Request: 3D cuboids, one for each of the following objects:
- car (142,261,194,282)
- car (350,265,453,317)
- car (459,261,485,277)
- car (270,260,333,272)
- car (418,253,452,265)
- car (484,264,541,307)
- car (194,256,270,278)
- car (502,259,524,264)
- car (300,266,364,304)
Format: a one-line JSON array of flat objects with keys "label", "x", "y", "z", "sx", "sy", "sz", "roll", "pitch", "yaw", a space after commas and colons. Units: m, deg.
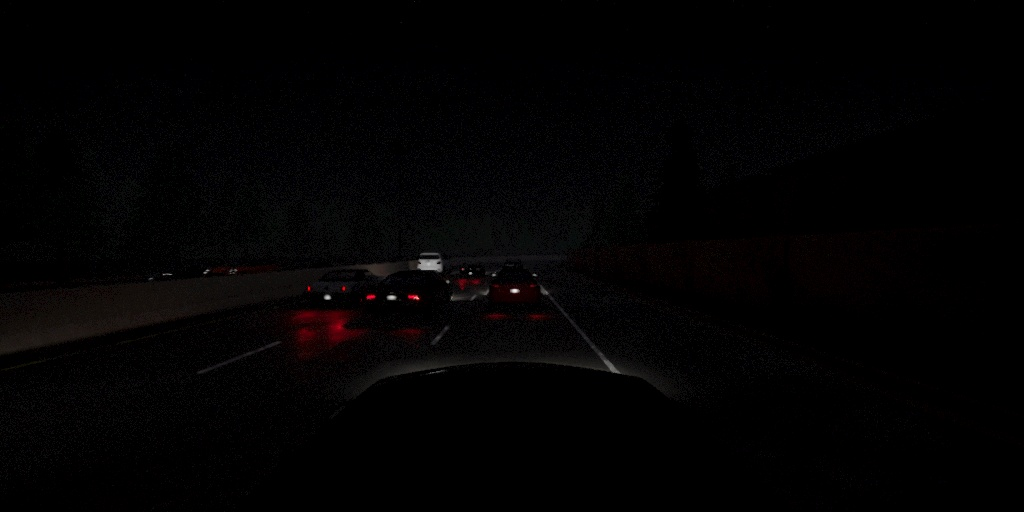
[{"label": "car", "x": -21.095, "y": 1.062, "z": 23.390, "sx": 2.128, "sy": 1.511, "sz": 4.902, "roll": 0, "pitch": 0, "yaw": 0}, {"label": "car", "x": -3.399, "y": 1.207, "z": 12.636, "sx": 2.033, "sy": 1.411, "sz": 5.357, "roll": 0, "pitch": 0, "yaw": 0}, {"label": "car", "x": -3.397, "y": 1.104, "z": 31.673, "sx": 1.895, "sy": 1.301, "sz": 4.718, "roll": 0, "pitch": 0, "yaw": 0}, {"label": "car", "x": -14.095, "y": 1.063, "z": 24.900, "sx": 1.837, "sy": 1.490, "sz": 4.892, "roll": 0, "pitch": 0, "yaw": 0}, {"label": "car", "x": -6.897, "y": 0.718, "z": 32.374, "sx": 2.150, "sy": 2.045, "sz": 5.566, "roll": 0, "pitch": 0, "yaw": 0}, {"label": "car", "x": 0.101, "y": 1.205, "z": 14.862, "sx": 1.994, "sy": 1.385, "sz": 4.181, "roll": 0, "pitch": 0, "yaw": 0}, {"label": "car", "x": -17.595, "y": 0.921, "z": 23.470, "sx": 2.097, "sy": 1.767, "sz": 4.553, "roll": 0, "pitch": 0, "yaw": 0}, {"label": "car", "x": 0.102, "y": 0.982, "z": 33.180, "sx": 2.128, "sy": 1.511, "sz": 4.902, "roll": 0, "pitch": 0, "yaw": 0}, {"label": "car", "x": -6.899, "y": 1.236, "z": 15.631, "sx": 1.895, "sy": 1.301, "sz": 4.718, "roll": 0, "pitch": 0, "yaw": 0}]
